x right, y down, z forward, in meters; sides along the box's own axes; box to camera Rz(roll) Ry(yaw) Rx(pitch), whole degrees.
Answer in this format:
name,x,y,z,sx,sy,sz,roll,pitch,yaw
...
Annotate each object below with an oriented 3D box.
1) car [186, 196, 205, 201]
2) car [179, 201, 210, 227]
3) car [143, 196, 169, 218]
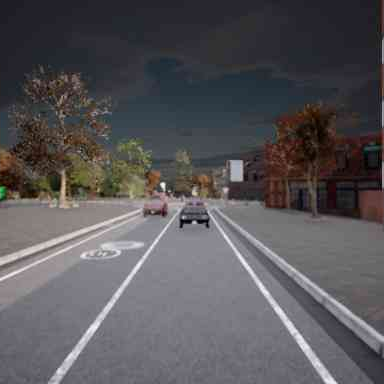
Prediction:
name,x,y,z,sx,sy,sz,roll,pitch,yaw
car,0.398,1.234,37.810,2.097,1.767,4.553,0,0,3
car,0.156,1.534,22.117,1.895,1.301,4.718,0,0,0
car,-3.168,1.386,29.705,1.882,1.535,5.008,0,0,1
